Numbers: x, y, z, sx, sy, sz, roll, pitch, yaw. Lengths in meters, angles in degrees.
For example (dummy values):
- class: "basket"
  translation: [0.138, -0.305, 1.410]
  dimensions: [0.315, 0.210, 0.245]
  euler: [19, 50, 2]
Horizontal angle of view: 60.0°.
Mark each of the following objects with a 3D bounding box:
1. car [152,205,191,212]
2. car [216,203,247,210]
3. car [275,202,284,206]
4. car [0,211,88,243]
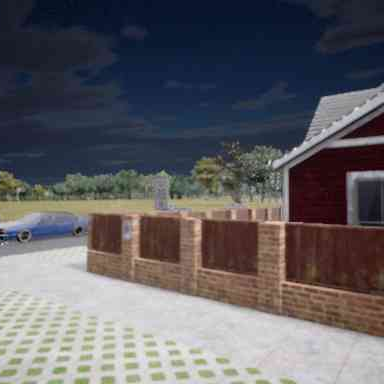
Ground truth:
- class: "car"
  translation: [-1.855, 1.806, 25.997]
  dimensions: [2.128, 1.511, 4.902]
  euler: [-1, -1, 35]
- class: "car"
  translation: [4.124, 1.921, 34.479]
  dimensions: [2.128, 1.511, 4.902]
  euler: [-1, -1, 35]
- class: "car"
  translation: [13.166, 2.097, 47.178]
  dimensions: [2.128, 1.511, 4.902]
  euler: [-1, -1, 35]
- class: "car"
  translation: [-7.701, 1.742, 17.691]
  dimensions: [2.033, 1.411, 5.357]
  euler: [-1, -1, 35]
